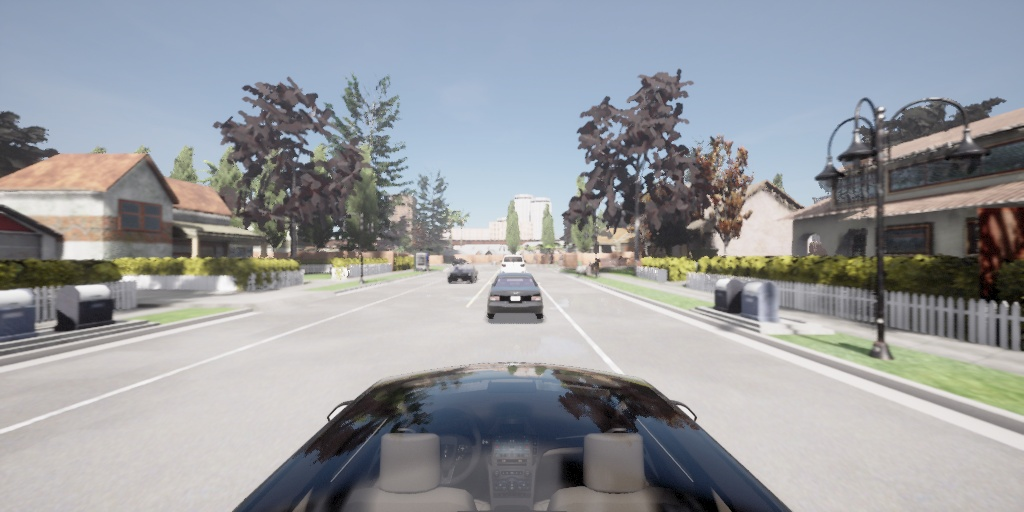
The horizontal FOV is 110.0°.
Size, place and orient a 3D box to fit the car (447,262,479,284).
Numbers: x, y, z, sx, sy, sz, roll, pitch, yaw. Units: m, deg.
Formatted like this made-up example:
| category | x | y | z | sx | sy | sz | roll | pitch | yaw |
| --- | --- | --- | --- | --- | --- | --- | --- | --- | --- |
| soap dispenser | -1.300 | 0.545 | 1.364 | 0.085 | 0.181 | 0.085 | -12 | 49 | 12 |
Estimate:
| category | x | y | z | sx | sy | sz | roll | pitch | yaw |
| --- | --- | --- | --- | --- | --- | --- | --- | --- | --- |
| car | -3.596 | 1.334 | 26.754 | 1.895 | 1.301 | 4.718 | 0 | 0 | 0 |

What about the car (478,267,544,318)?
| category | x | y | z | sx | sy | sz | roll | pitch | yaw |
| --- | --- | --- | --- | --- | --- | --- | --- | --- | --- |
| car | 0.100 | 1.292 | 13.013 | 2.033 | 1.411 | 5.357 | 0 | 0 | 0 |

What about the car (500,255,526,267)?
| category | x | y | z | sx | sy | sz | roll | pitch | yaw |
| --- | --- | --- | --- | --- | --- | --- | --- | --- | --- |
| car | 0.102 | 0.950 | 32.400 | 2.150 | 2.045 | 5.566 | 0 | 0 | 0 |
